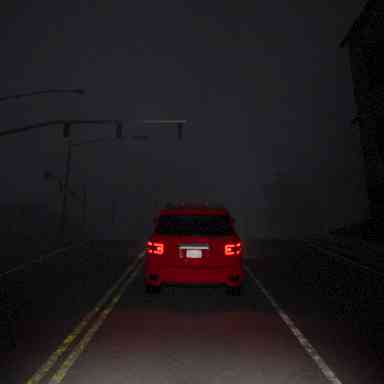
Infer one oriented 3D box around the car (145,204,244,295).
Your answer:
[{"bbox_3d":[0.069,1.346,9.221,2.150,2.045,5.566,1,-1,1],"label":"car"}]
